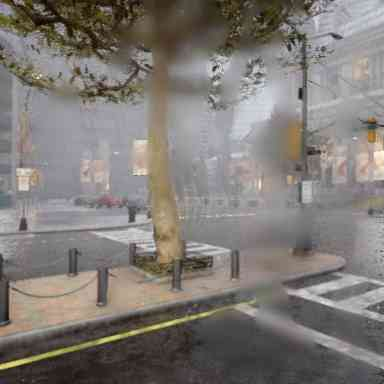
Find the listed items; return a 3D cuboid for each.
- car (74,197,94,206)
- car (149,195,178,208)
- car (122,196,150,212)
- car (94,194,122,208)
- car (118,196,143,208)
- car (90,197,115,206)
[{"bbox_3d":[-18.962,1.661,58.403,4.892,1.490,1.837,0,0,43],"label":"car"},{"bbox_3d":[-4.080,1.413,45.050,2.150,2.045,5.566,1,0,-36],"label":"car"},{"bbox_3d":[-6.692,1.654,42.677,2.128,1.511,4.902,1,0,-35],"label":"car"},{"bbox_3d":[-12.441,1.384,50.687,2.150,2.045,5.566,1,0,-37],"label":"car"},{"bbox_3d":[-9.782,1.544,52.913,2.097,1.767,4.553,1,0,-37],"label":"car"},{"bbox_3d":[-16.395,1.734,61.017,2.033,1.411,5.357,1,0,-45],"label":"car"}]
